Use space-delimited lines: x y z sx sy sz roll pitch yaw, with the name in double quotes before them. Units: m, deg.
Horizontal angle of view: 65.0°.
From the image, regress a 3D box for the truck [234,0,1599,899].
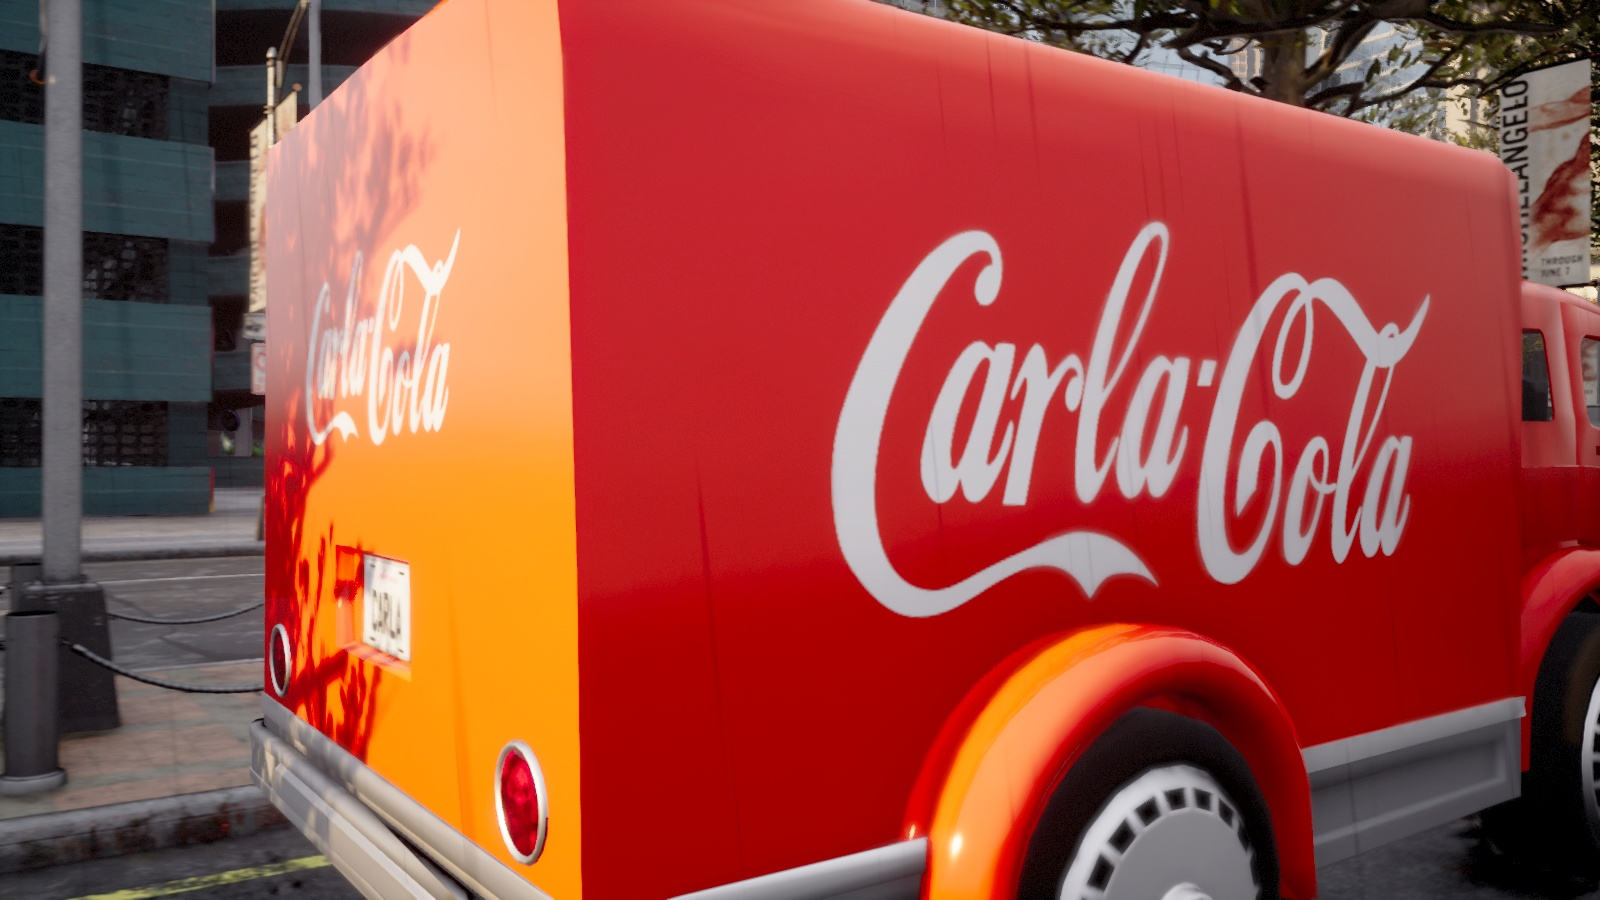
"truck" 1.082 0.267 4.413 5.204 2.467 2.627 0 0 -35
